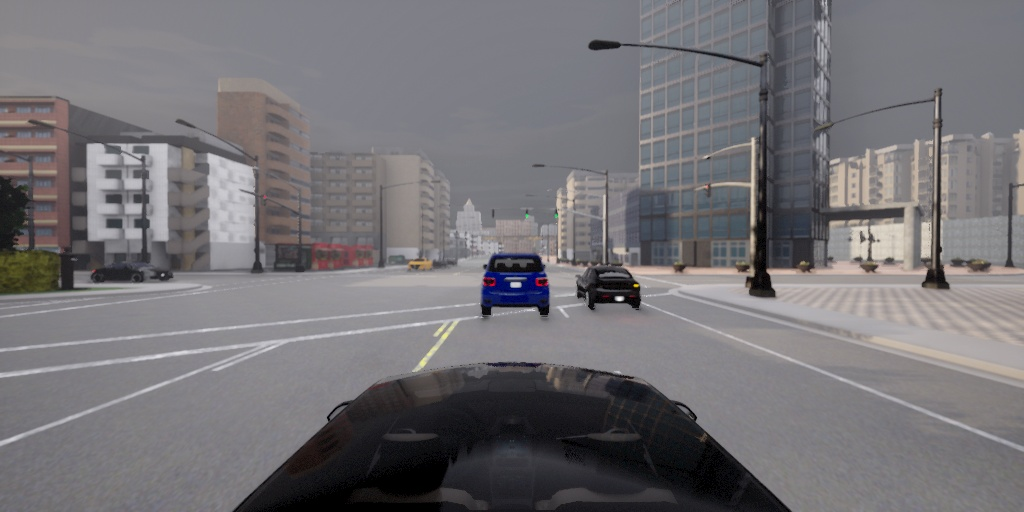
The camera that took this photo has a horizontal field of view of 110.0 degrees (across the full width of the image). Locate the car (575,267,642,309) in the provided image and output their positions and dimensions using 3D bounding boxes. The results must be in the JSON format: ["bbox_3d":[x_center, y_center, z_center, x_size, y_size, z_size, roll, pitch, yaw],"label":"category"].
[{"bbox_3d":[3.733,1.157,14.443,1.837,1.490,4.892,0,1,3],"label":"car"}]

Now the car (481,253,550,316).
[{"bbox_3d":[0.097,0.889,13.042,2.150,2.045,5.566,0,1,0],"label":"car"}]

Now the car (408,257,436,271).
[{"bbox_3d":[-10.572,0.911,41.567,1.882,1.535,5.008,0,0,0],"label":"car"}]

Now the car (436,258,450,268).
[{"bbox_3d":[-10.568,1.034,50.999,1.895,1.301,4.718,0,0,0],"label":"car"}]

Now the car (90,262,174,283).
[{"bbox_3d":[-25.639,1.094,24.298,4.181,1.385,1.994,0,1,1],"label":"car"}]

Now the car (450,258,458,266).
[{"bbox_3d":[-10.514,1.057,61.167,1.895,1.301,4.718,0,0,0],"label":"car"}]
